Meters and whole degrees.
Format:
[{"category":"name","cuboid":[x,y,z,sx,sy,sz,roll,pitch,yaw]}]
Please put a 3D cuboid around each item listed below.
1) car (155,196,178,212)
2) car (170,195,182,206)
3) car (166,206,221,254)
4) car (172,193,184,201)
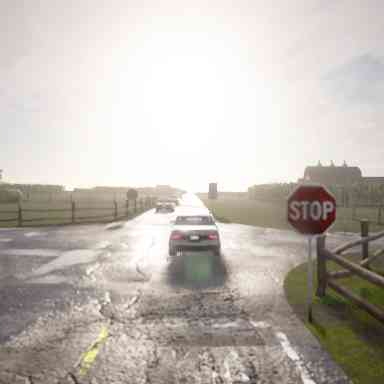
[{"category":"car","cuboid":[-2.853,1.432,35.717,1.895,1.301,4.718,0,0,0]},{"category":"car","cuboid":[-2.850,1.268,50.525,1.837,1.490,4.892,0,1,0]},{"category":"car","cuboid":[0.085,1.483,13.056,2.033,1.411,5.357,0,0,0]},{"category":"car","cuboid":[-2.770,0.939,66.613,2.128,1.511,4.902,0,0,0]}]
